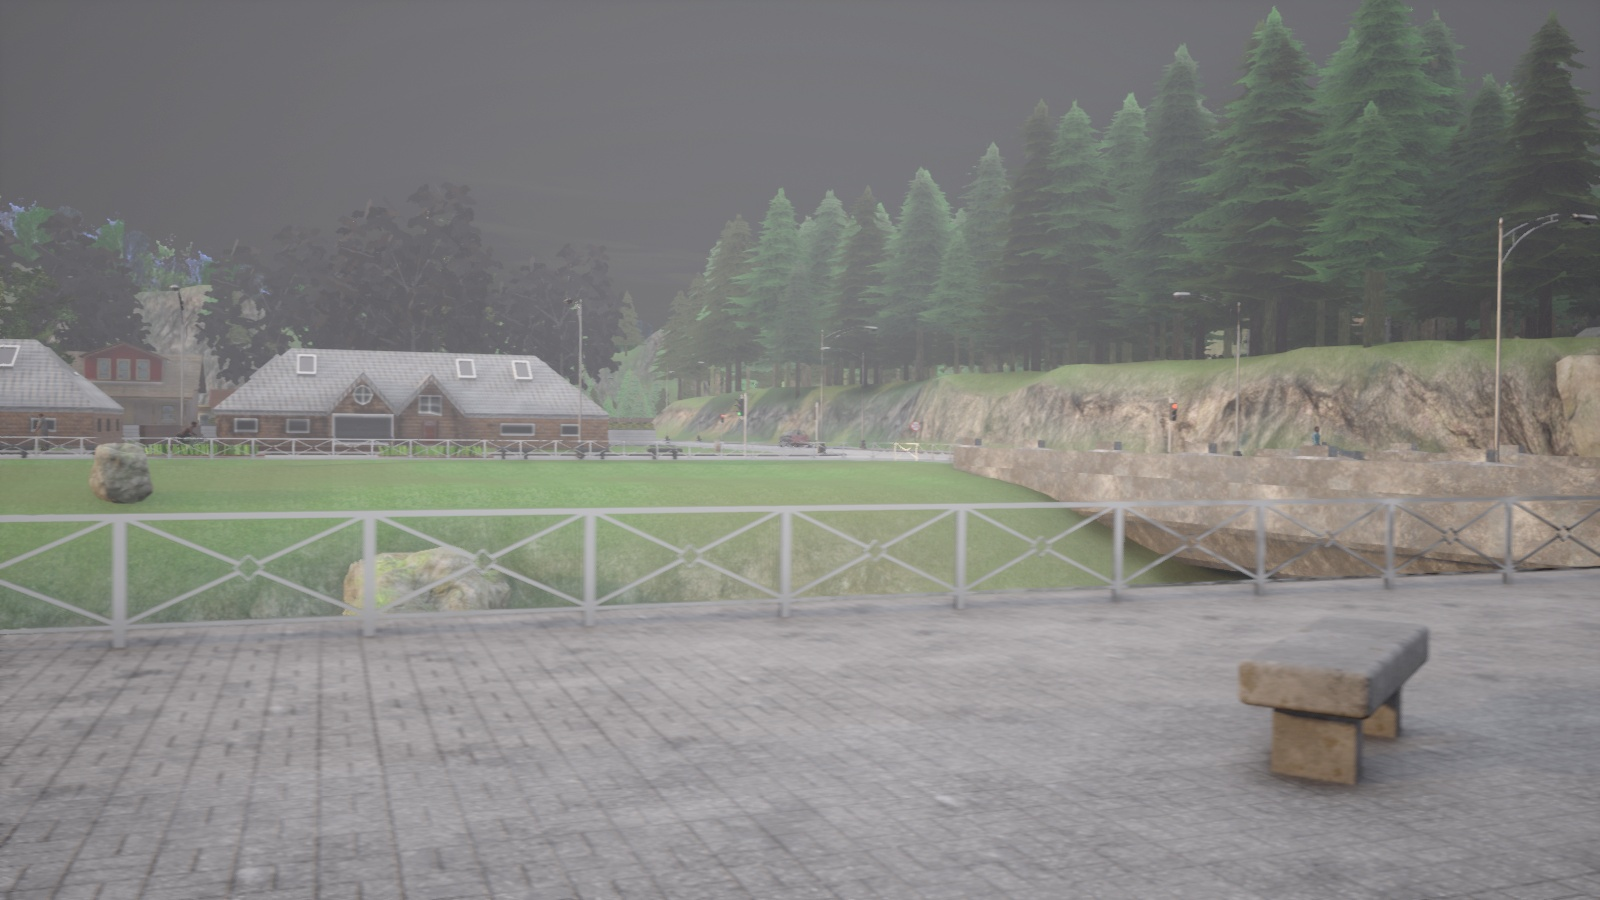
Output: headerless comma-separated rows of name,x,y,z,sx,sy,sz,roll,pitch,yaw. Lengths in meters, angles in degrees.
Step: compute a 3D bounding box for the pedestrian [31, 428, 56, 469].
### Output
pedestrian,-36.227,-0.078,60.107,0.873,1.952,0.659,-1,1,-19
